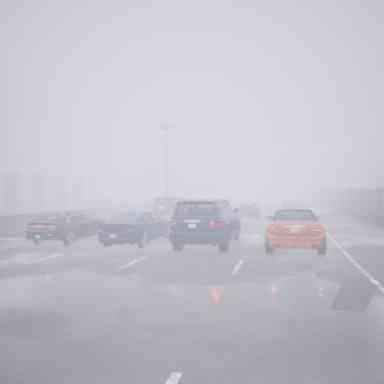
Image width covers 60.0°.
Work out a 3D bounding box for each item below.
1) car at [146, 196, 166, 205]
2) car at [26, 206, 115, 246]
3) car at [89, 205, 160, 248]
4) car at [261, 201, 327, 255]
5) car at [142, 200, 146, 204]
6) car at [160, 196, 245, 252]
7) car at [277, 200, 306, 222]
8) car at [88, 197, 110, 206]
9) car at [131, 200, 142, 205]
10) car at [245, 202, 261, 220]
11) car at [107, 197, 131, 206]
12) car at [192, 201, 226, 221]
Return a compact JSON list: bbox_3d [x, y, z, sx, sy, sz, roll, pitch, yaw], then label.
[{"bbox_3d":[-1.818,1.427,30.586,2.150,2.045,5.566,-1,0,17],"label":"car"},{"bbox_3d":[-5.924,1.698,16.548,2.128,1.511,4.902,-1,0,16],"label":"car"},{"bbox_3d":[-2.506,1.616,15.770,1.882,1.535,5.008,-1,0,16],"label":"car"},{"bbox_3d":[4.123,1.353,13.515,2.097,1.767,4.553,-1,-1,16],"label":"car"},{"bbox_3d":[-5.657,1.646,54.975,2.150,2.045,5.566,-1,0,16],"label":"car"},{"bbox_3d":[0.734,1.287,14.406,2.150,2.045,5.566,-1,0,16],"label":"car"},{"bbox_3d":[8.326,1.500,27.837,2.128,1.511,4.902,-1,0,17],"label":"car"},{"bbox_3d":[-15.788,1.851,57.662,2.150,2.045,5.566,-1,0,16],"label":"car"},{"bbox_3d":[-8.394,2.055,58.174,1.994,1.385,4.181,-1,0,16],"label":"car"},{"bbox_3d":[4.974,1.568,28.839,2.128,1.511,4.902,-1,0,17],"label":"car"},{"bbox_3d":[-12.164,2.063,57.685,1.837,1.490,4.892,-1,0,16],"label":"car"},{"bbox_3d":[1.621,1.651,29.843,1.837,1.490,4.892,-1,0,17],"label":"car"}]
